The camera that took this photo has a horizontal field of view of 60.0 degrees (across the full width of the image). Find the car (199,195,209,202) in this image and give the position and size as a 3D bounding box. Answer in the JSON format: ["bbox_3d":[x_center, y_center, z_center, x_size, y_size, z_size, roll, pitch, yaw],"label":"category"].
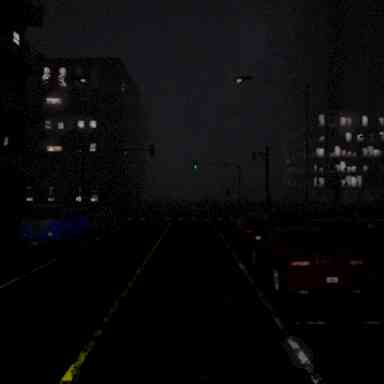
[{"bbox_3d":[2.657,1.463,74.809,1.887,1.381,4.507,-1,0,0],"label":"car"}]

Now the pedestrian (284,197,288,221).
[{"bbox_3d":[7.138,1.306,25.373,0.375,1.860,0.375,-1,1,0],"label":"pedestrian"}]

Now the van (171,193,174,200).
[{"bbox_3d":[-5.693,1.260,74.777,1.690,1.788,3.998,-1,0,0],"label":"van"}]

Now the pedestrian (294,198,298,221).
[{"bbox_3d":[8.138,1.358,25.974,0.375,1.860,0.375,-1,1,0],"label":"pedestrian"}]

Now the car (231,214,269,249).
[{"bbox_3d":[2.682,1.575,14.162,1.802,1.307,4.206,-1,0,0],"label":"car"}]

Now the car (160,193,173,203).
[{"bbox_3d":[-5.691,1.495,69.131,1.947,1.339,4.313,-1,0,0],"label":"car"}]

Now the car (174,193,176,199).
[{"bbox_3d":[-5.689,1.440,86.069,1.887,1.381,4.507,-1,0,0],"label":"car"}]

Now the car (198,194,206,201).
[{"bbox_3d":[2.658,1.335,86.100,1.967,1.590,4.097,-1,0,0],"label":"car"}]

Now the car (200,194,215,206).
[{"bbox_3d":[2.654,1.501,52.226,1.887,1.381,4.507,-1,0,0],"label":"car"}]

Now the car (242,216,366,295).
[{"bbox_3d":[2.680,1.541,8.581,1.887,1.381,4.507,-1,0,0],"label":"car"}]

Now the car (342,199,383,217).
[{"bbox_3d":[16.722,1.681,31.910,4.403,1.369,2.008,0,1,1],"label":"car"}]

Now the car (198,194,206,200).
[{"bbox_3d":[2.664,1.321,91.746,1.967,1.590,4.097,-1,0,0],"label":"car"}]

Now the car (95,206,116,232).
[{"bbox_3d":[-5.699,1.541,19.707,2.008,1.369,4.403,-1,0,0],"label":"car"}]

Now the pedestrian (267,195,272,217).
[{"bbox_3d":[6.139,1.134,26.570,0.375,1.860,0.375,-1,1,0],"label":"pedestrian"}]

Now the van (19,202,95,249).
[{"bbox_3d":[-5.702,1.334,14.127,1.690,1.788,3.998,-1,0,0],"label":"van"}]

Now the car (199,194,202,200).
[{"bbox_3d":[2.653,1.387,57.871,1.967,1.590,4.097,-1,0,0],"label":"car"}]
